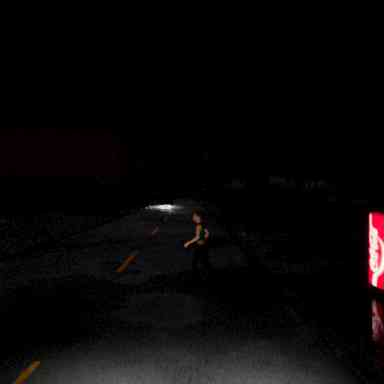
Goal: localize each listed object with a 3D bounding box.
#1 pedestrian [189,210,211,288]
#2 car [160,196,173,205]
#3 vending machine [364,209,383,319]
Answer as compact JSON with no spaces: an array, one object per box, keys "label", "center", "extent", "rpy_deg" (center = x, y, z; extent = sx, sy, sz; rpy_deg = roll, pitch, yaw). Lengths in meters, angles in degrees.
[{"label":"pedestrian","center":[0.184,1.293,7.649],"extent":[0.375,1.860,0.375],"rpy_deg":[0,0,0]},{"label":"car","center":[-4.346,1.489,57.022],"extent":[2.128,1.511,4.902],"rpy_deg":[0,0,0]},{"label":"vending machine","center":[4.262,1.415,6.736],"extent":[1.100,2.100,0.880],"rpy_deg":[0,0,0]}]
